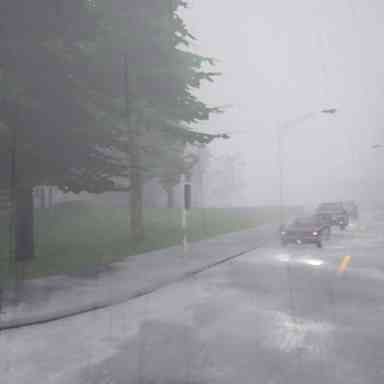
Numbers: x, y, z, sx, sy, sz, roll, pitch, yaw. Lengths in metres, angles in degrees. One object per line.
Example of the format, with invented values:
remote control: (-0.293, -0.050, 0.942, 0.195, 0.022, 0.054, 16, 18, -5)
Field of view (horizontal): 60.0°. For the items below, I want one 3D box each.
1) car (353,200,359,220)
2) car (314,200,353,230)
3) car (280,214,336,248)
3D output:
car: (17.611, 2.027, 37.841, 2.150, 2.045, 5.566, -3, -1, 30)
car: (11.149, 1.831, 26.495, 2.150, 2.045, 5.566, -3, -2, 29)
car: (6.053, 2.045, 17.418, 1.895, 1.301, 4.718, -3, -2, 29)
